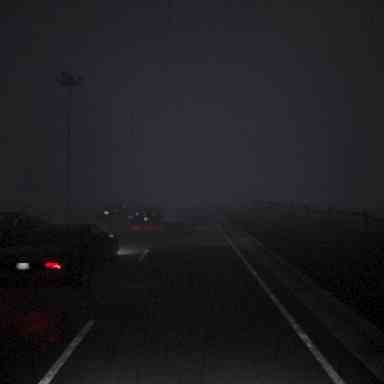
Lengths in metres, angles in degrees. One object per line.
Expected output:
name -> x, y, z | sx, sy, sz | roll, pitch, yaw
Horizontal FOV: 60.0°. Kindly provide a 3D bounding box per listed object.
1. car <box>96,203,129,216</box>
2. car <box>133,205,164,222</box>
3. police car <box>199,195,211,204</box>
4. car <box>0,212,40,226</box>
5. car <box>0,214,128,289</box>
car -> -6.788, 1.648, 28.647 | 1.994, 1.385, 4.181 | 0, 0, 1
car -> -3.342, 1.679, 26.583 | 1.895, 1.301, 4.718 | 0, 0, 1
police car -> 2.400, 1.628, 69.386 | 1.930, 1.638, 5.238 | 0, 0, 1
car -> -6.934, 1.531, 13.046 | 2.128, 1.511, 4.902 | 0, 0, 0
car -> -3.462, 1.575, 9.357 | 2.033, 1.411, 5.357 | 0, 0, 0
